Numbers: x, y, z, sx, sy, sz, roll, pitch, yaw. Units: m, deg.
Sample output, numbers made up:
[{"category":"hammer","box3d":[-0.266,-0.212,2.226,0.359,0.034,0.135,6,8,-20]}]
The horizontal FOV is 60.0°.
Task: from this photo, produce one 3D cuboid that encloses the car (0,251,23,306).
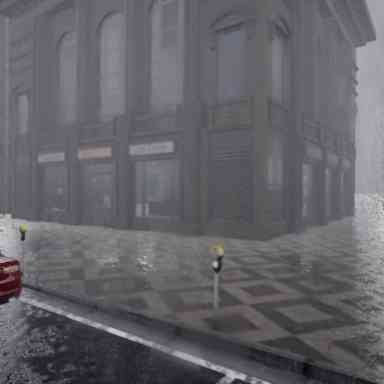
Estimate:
[{"category":"car","box3d":[-5.278,1.558,6.830,4.507,1.381,1.887,0,1,35]}]
